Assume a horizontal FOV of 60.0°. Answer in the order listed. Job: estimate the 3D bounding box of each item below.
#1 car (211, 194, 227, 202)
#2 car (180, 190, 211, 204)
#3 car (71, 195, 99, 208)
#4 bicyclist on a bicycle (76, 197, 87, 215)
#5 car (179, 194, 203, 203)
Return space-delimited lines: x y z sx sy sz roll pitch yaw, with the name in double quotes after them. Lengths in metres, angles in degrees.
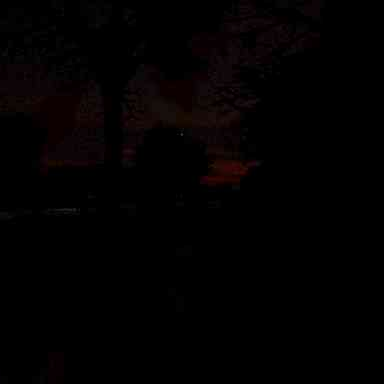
4.897 1.157 60.910 2.033 1.411 5.357 1 0 23 "car"
0.318 0.761 51.535 2.150 2.045 5.566 2 1 28 "car"
-11.465 1.097 37.915 1.812 1.442 4.674 2 2 33 "car"
-9.699 1.229 29.176 1.656 1.620 0.582 0 0 36 "bicyclist on a bicycle"
-0.123 1.036 57.299 2.033 1.411 5.357 2 0 26 "car"
